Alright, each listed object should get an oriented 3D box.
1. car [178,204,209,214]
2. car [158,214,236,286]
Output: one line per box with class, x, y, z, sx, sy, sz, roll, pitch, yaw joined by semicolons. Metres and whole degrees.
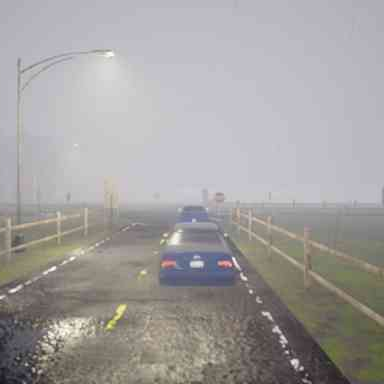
car;0.111;1.559;22.416;1.882;1.535;5.008;0;0;0
car;0.106;1.582;9.543;2.033;1.411;5.357;0;0;0
